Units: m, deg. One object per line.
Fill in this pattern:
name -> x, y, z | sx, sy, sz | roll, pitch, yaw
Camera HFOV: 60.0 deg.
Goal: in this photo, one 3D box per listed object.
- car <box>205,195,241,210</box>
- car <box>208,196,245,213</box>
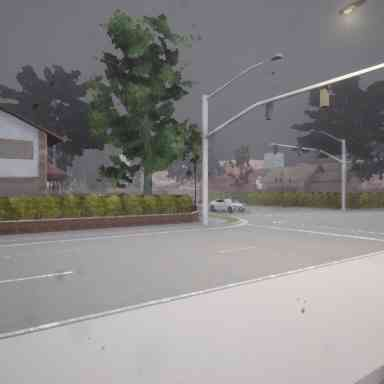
car -> 3.851, 1.246, 42.454 | 2.097, 1.767, 4.553 | 0, 0, -36
car -> 3.737, 1.435, 36.320 | 1.812, 1.442, 4.674 | 0, 0, -36
